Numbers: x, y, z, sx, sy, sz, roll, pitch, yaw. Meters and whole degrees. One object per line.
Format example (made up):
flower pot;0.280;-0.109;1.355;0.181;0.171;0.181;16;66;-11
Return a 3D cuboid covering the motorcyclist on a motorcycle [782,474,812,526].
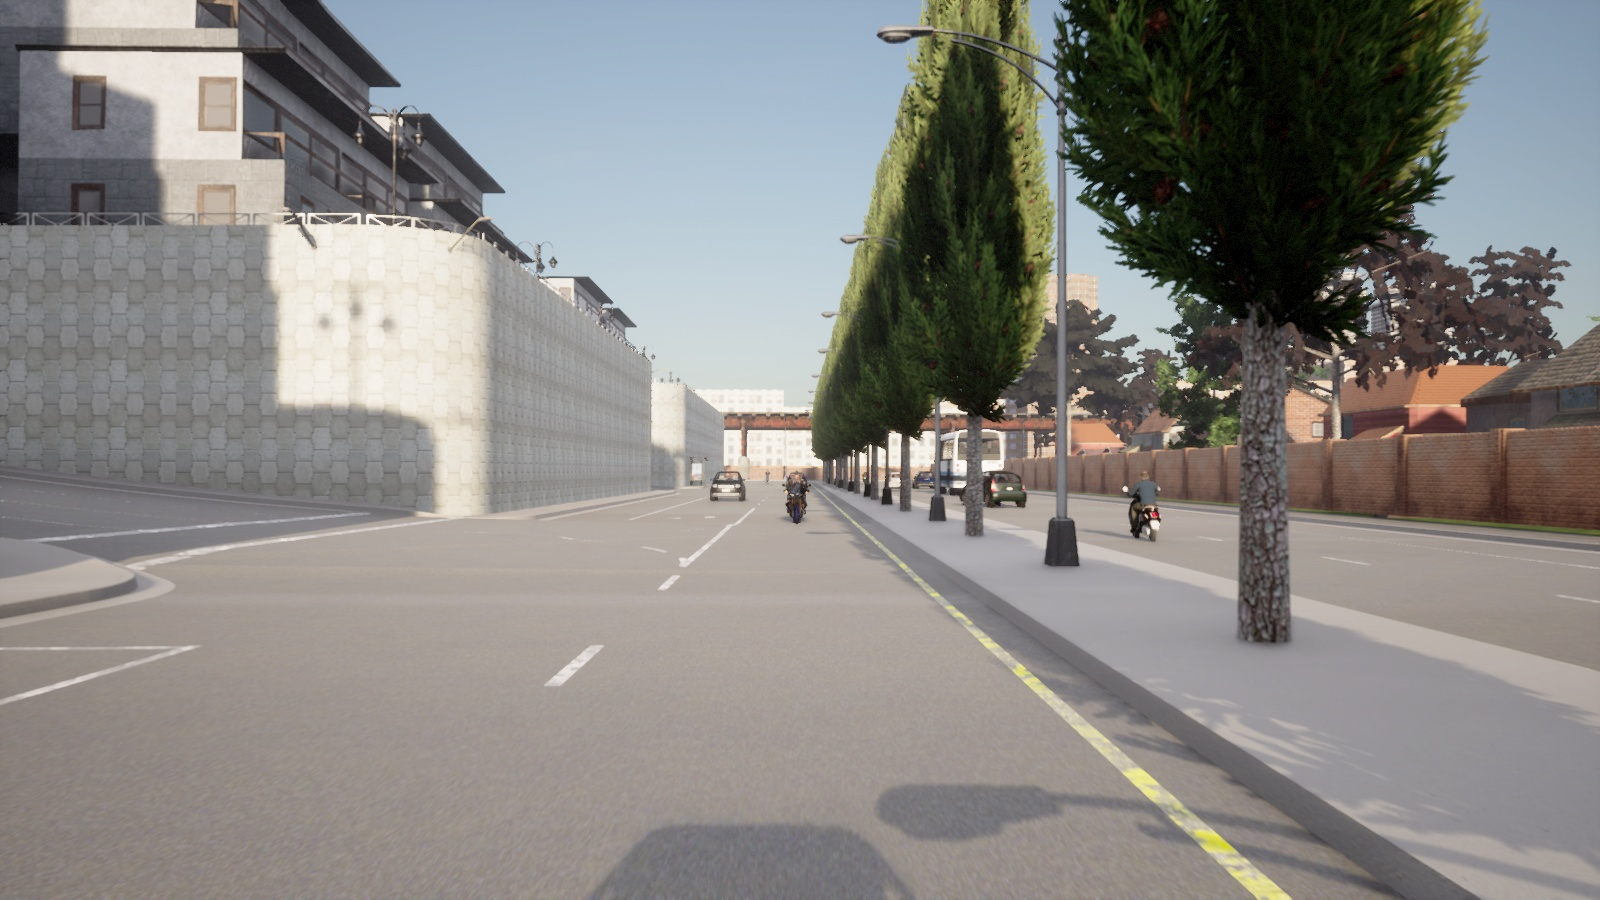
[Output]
motorcyclist on a motorcycle;-0.092;1.482;37.744;0.866;1.530;2.191;0;-1;0

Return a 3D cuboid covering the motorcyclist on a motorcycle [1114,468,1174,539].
motorcyclist on a motorcycle;7.958;1.224;29.148;0.866;1.590;1.817;0;-1;-1

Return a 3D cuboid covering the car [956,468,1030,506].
car;8.533;1.615;55.943;1.851;1.617;3.988;0;-1;-14

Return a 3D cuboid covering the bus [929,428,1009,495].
bus;11.278;0.814;84.920;3.944;4.253;10.273;0;-1;0

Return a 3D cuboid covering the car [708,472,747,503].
car;-3.656;1.881;64.121;1.789;1.549;3.705;0;-1;0
